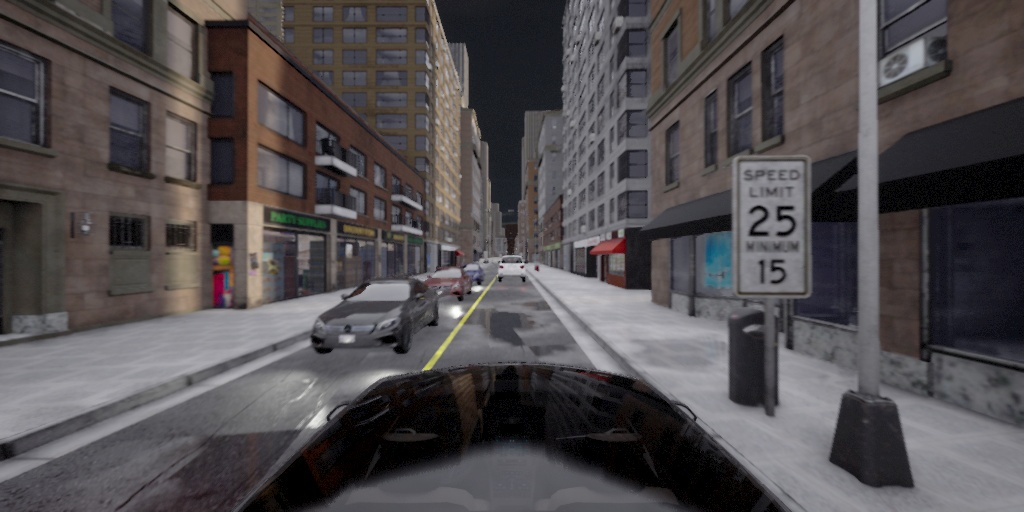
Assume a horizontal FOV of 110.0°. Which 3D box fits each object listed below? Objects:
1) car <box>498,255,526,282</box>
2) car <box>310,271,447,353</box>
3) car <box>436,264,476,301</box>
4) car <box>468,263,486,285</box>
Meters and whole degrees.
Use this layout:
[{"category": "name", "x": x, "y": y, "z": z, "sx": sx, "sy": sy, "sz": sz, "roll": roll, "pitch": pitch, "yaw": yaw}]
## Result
[{"category": "car", "x": -0.001, "y": 0.974, "z": 29.377, "sx": 2.150, "sy": 2.045, "sz": 5.566, "roll": 0, "pitch": 0, "yaw": 0}, {"category": "car", "x": -3.043, "y": 1.275, "z": 8.965, "sx": 1.812, "sy": 1.442, "sz": 4.674, "roll": 0, "pitch": 0, "yaw": 0}, {"category": "car", "x": -3.037, "y": 1.275, "z": 17.489, "sx": 1.812, "sy": 1.442, "sz": 4.674, "roll": 0, "pitch": 0, "yaw": 1}, {"category": "car", "x": -3.039, "y": 1.276, "z": 26.376, "sx": 1.812, "sy": 1.442, "sz": 4.674, "roll": 0, "pitch": 0, "yaw": 1}]
